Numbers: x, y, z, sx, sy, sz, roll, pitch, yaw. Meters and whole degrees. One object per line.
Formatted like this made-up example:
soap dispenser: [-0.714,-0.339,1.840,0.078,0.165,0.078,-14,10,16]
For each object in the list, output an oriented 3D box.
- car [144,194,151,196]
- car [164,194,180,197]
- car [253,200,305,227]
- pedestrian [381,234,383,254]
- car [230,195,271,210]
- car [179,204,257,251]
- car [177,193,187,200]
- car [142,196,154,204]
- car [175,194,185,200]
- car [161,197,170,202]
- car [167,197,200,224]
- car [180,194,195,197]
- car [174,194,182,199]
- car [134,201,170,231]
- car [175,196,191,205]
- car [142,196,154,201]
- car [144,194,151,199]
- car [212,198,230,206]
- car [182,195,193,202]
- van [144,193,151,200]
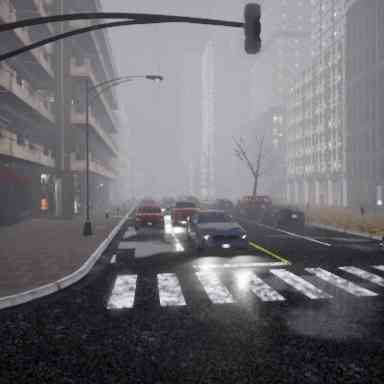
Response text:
car: [-6.278,1.364,47.517,1.752,1.417,4.829,0,0,-8]
car: [-3.187,1.326,44.310,2.128,1.511,4.902,0,0,-7]
car: [5.710,1.446,21.446,1.947,1.339,4.313,0,0,-8]
pedestrian: [6.659,1.215,11.059,0.375,1.860,0.375,0,0,-8]
car: [4.969,1.175,26.918,2.192,1.841,5.009,0,0,-8]
car: [0.837,1.486,14.247,2.033,1.411,5.357,0,0,-8]
car: [-2.444,1.138,81.647,1.967,1.590,4.097,0,0,-8]
car: [-7.784,1.371,58.632,1.947,1.339,4.313,0,0,-8]
car: [-3.185,1.237,87.120,2.008,1.369,4.403,0,0,-8]
car: [-1.831,1.469,33.999,1.895,1.301,4.718,0,0,-8]
car: [-0.500,1.380,24.131,1.882,1.535,5.008,0,0,-8]
car: [-0.171,1.292,45.134,1.882,1.535,5.008,0,0,-7]
car: [-3.927,1.224,92.594,2.008,1.369,4.403,0,0,-8]
car: [-2.594,1.475,20.322,1.887,1.381,4.507,0,0,-8]
car: [-1.581,1.330,55.207,2.033,1.411,5.357,0,0,-8]
car: [-4.818,1.418,36.740,1.887,1.381,4.507,0,0,-8]
car: [-12.232,1.269,91.470,1.887,1.381,4.507,0,0,-8]
car: [3.486,1.389,37.864,1.947,1.339,4.313,0,0,-8]
car: [-0.962,1.290,70.702,1.947,1.339,4.313,0,0,-8]
van: [-11.491,1.078,85.996,1.690,1.788,3.998,0,0,-8]
